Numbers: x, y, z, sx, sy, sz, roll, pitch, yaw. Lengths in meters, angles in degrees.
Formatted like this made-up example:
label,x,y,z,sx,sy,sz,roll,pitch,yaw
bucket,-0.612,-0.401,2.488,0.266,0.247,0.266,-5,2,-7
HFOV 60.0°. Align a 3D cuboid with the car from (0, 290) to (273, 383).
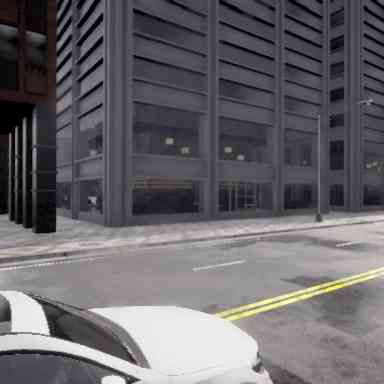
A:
label,x,y,z,sx,sy,sz,roll,pitch,yaw
car,-1.447,1.525,2.399,4.674,1.442,1.812,0,0,-36
